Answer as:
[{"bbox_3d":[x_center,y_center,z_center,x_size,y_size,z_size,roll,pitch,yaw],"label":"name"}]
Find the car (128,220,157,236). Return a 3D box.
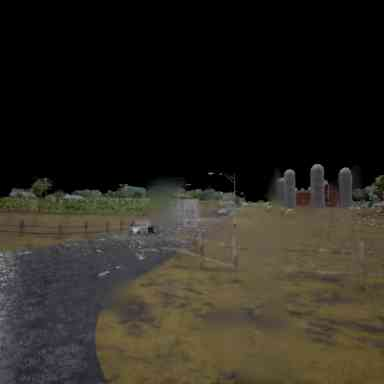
[{"bbox_3d":[-5.000,3.621,34.090,2.128,1.511,4.902,-1,-3,9],"label":"car"}]

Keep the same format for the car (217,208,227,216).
[{"bbox_3d":[7.909,5.622,90.467,2.097,1.767,4.553,-1,-1,9],"label":"car"}]

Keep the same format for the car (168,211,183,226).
[{"bbox_3d":[-2.129,4.029,50.998,2.150,2.045,5.566,-1,-2,9],"label":"car"}]
